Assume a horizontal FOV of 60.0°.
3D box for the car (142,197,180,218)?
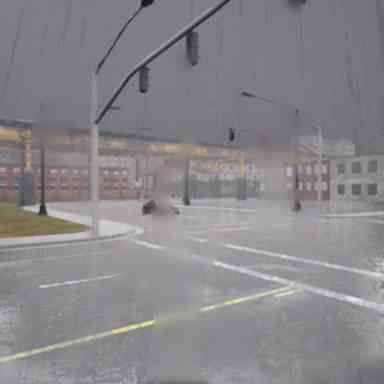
[{"bbox_3d":[-2.963,1.486,30.253,1.812,1.442,4.674,0,0,-36],"label":"car"}]
